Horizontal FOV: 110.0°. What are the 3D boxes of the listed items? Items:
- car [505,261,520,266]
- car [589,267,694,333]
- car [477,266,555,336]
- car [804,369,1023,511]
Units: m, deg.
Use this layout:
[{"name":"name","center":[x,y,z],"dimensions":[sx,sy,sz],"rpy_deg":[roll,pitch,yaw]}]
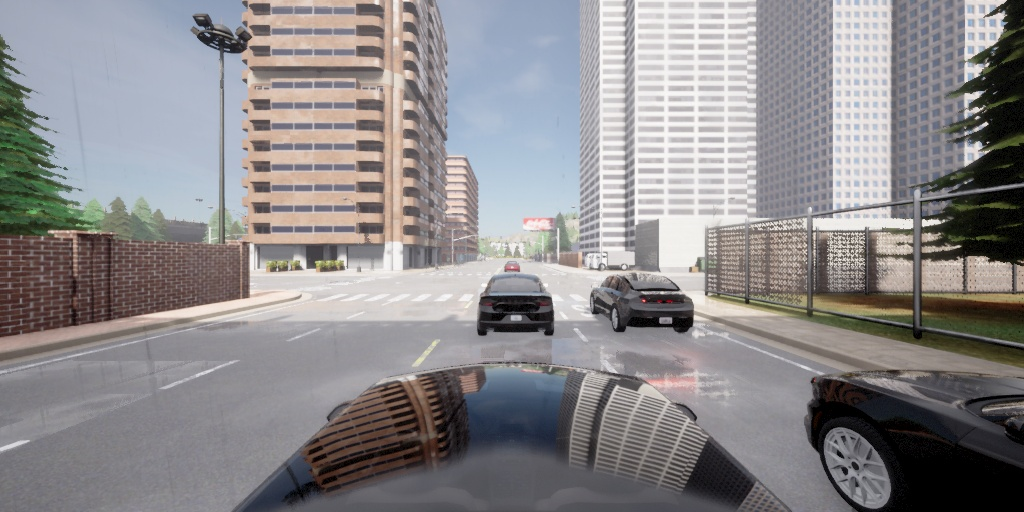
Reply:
[{"name":"car","center":[0.028,1.314,45.347],"dimensions":[1.994,1.385,4.181],"rpy_deg":[0,0,-1]},{"name":"car","center":[3.622,1.255,10.775],"dimensions":[1.837,1.490,4.892],"rpy_deg":[0,0,1]},{"name":"car","center":[0.087,1.228,10.452],"dimensions":[1.882,1.535,5.008],"rpy_deg":[0,0,0]},{"name":"car","center":[3.602,1.228,1.200],"dimensions":[1.882,1.535,5.008],"rpy_deg":[0,0,0]}]
